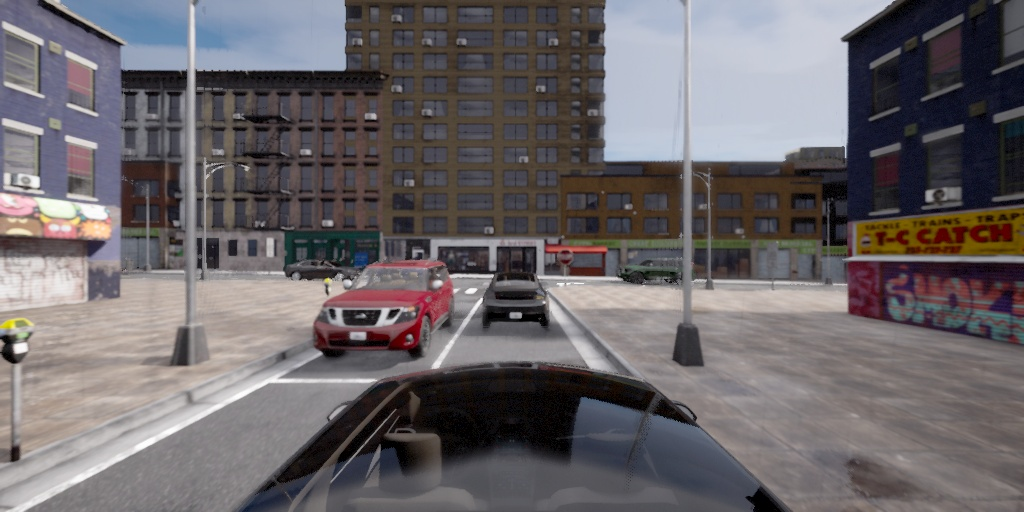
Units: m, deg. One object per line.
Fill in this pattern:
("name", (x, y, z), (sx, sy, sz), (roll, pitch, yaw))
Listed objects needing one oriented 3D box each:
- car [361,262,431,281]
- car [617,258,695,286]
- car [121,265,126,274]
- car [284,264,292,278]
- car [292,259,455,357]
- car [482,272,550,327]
("car", (-8.873, 1.156, 27.559), (4.718, 1.301, 1.895), (1, 0, 6))
("car", (11.024, 1.158, 27.536), (5.566, 2.045, 2.150), (2, 0, 0))
("car", (-29.377, 0.737, 24.419), (4.892, 1.490, 1.837), (1, 0, 0))
("car", (-12.782, 0.994, 24.485), (4.892, 1.490, 1.837), (1, 0, 0))
("car", (-2.636, 1.045, 8.654), (2.192, 1.841, 5.009), (0, 0, 0))
("car", (0.101, 1.227, 11.359), (1.837, 1.490, 4.892), (0, 0, 0))
